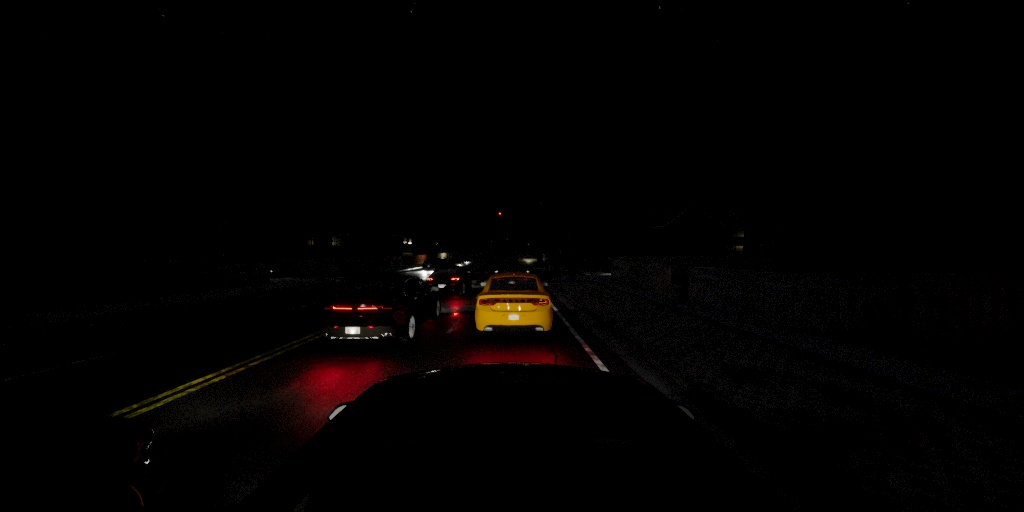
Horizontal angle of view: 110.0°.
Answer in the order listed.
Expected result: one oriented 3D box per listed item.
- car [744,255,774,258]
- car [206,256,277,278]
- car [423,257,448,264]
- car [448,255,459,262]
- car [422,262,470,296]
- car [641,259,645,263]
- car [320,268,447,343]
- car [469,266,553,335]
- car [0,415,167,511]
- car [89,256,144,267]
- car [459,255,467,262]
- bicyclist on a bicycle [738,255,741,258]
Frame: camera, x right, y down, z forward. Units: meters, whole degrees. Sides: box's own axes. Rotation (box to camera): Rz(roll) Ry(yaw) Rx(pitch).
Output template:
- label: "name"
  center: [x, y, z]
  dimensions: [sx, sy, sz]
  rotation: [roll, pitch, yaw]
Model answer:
- label: "car"
  center: [23.404, 0.731, 34.820]
  dimensions: [4.553, 1.767, 2.097]
  rotation: [0, 1, -2]
- label: "car"
  center: [-23.642, 0.992, 31.204]
  dimensions: [5.566, 2.045, 2.150]
  rotation: [0, 1, 2]
- label: "car"
  center: [-9.918, 0.932, 45.183]
  dimensions: [2.128, 1.511, 4.902]
  rotation: [0, 1, 0]
- label: "car"
  center: [-9.931, 0.894, 55.158]
  dimensions: [1.994, 1.385, 4.181]
  rotation: [0, 1, 0]
- label: "car"
  center: [-3.248, 1.212, 18.924]
  dimensions: [1.812, 1.442, 4.674]
  rotation: [0, 0, 1]
- label: "car"
  center: [12.794, 1.011, 34.544]
  dimensions: [5.357, 1.411, 2.033]
  rotation: [-1, 1, -6]
- label: "car"
  center: [-3.190, 1.239, 9.615]
  dimensions: [1.837, 1.490, 4.892]
  rotation: [0, 0, 0]
- label: "car"
  center: [0.062, 1.209, 10.499]
  dimensions: [1.882, 1.535, 5.008]
  rotation: [0, 0, 0]
- label: "car"
  center: [-3.149, 1.228, 0.205]
  dimensions: [1.882, 1.535, 5.008]
  rotation: [0, 0, 0]
- label: "car"
  center: [-34.375, 1.061, 31.807]
  dimensions: [5.566, 2.045, 2.150]
  rotation: [0, 1, 4]
- label: "car"
  center: [-9.909, 0.640, 64.696]
  dimensions: [1.882, 1.535, 5.008]
  rotation: [0, 1, 0]
- label: "bicyclist on a bicycle"
  center: [18.406, 0.782, 28.816]
  dimensions: [0.582, 1.620, 1.656]
  rotation: [0, 0, -2]
